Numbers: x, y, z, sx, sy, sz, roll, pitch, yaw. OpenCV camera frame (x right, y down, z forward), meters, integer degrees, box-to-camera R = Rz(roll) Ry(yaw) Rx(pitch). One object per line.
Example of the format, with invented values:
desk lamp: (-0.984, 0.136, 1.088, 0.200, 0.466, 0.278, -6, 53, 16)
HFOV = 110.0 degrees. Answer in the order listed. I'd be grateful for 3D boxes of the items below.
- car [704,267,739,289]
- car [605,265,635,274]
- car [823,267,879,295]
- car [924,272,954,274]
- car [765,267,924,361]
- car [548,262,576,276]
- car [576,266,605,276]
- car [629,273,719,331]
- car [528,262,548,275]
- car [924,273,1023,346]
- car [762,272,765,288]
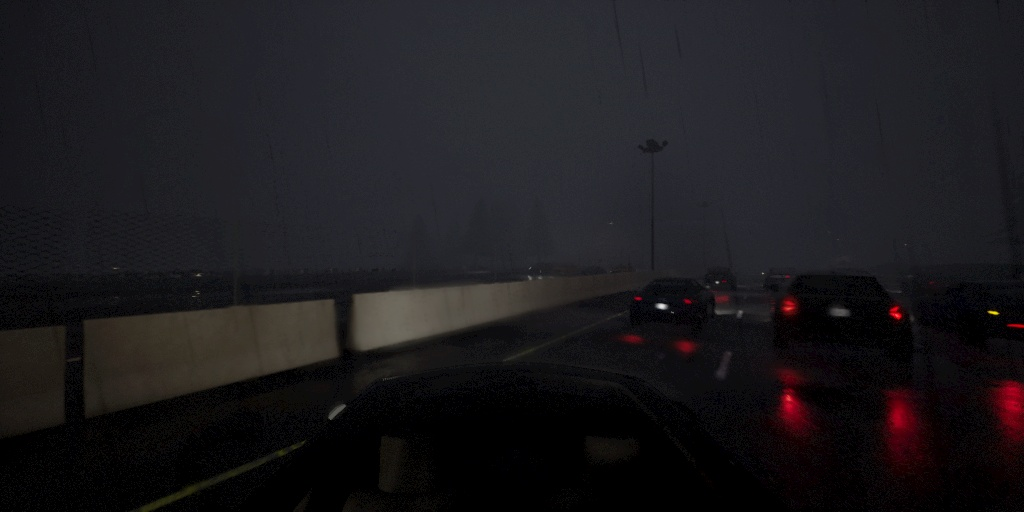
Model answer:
car: (14.926, 1.524, 25.699, 1.837, 1.490, 4.892, 0, -1, 34)
car: (12.725, 1.754, 41.283, 1.882, 1.535, 5.008, 0, -1, 34)
car: (21.603, 1.502, 23.067, 1.882, 1.535, 5.008, 0, -1, 34)
car: (23.925, 1.564, 20.260, 1.994, 1.385, 4.181, 0, -1, 34)
car: (7.608, 1.138, 8.765, 2.097, 1.767, 4.553, 0, -1, 34)
car: (6.835, 1.730, 45.073, 1.882, 1.535, 5.008, 0, -1, 34)
car: (9.833, 1.841, 43.254, 1.994, 1.385, 4.181, 0, -1, 34)
car: (5.214, 1.365, 11.465, 1.994, 1.385, 4.181, 0, -1, 34)
car: (4.038, 1.610, 47.183, 2.097, 1.767, 4.553, 0, -1, 34)
car: (11.828, 1.322, 8.766, 1.812, 1.442, 4.674, 0, -1, 34)
car: (17.784, 1.500, 23.679, 2.128, 1.511, 4.902, 0, -1, 34)
